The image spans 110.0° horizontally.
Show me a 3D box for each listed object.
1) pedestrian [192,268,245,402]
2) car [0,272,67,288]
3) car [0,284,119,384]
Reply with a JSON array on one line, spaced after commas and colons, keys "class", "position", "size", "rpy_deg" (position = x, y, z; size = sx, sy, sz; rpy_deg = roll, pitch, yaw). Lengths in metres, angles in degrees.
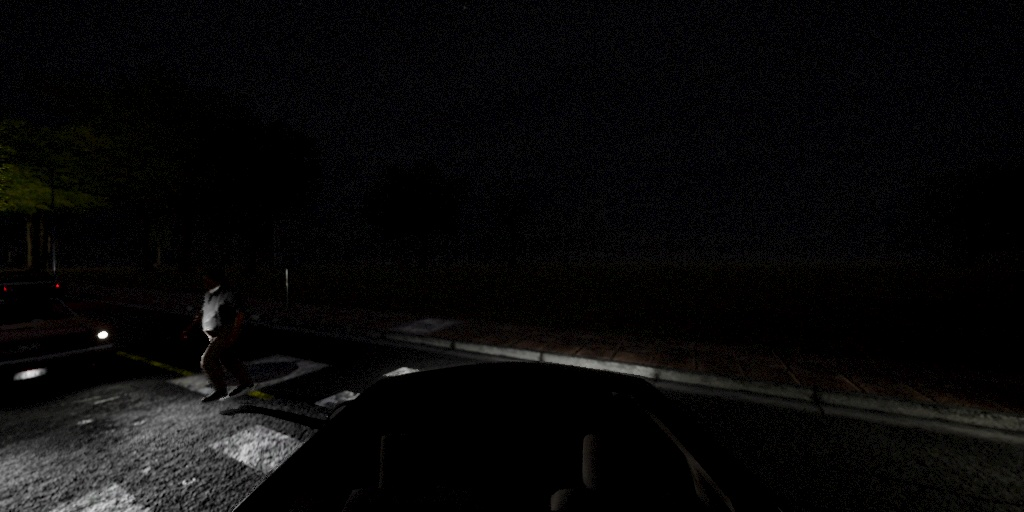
[{"class": "pedestrian", "position": [-4.011, 1.039, 4.913], "size": [0.375, 1.860, 0.375], "rpy_deg": [0, 0, 26]}, {"class": "car", "position": [-21.876, 1.346, 15.853], "size": [4.718, 1.301, 1.895], "rpy_deg": [0, 1, 26]}, {"class": "car", "position": [-8.787, 1.351, 6.051], "size": [4.718, 1.301, 1.895], "rpy_deg": [0, 1, 26]}]
